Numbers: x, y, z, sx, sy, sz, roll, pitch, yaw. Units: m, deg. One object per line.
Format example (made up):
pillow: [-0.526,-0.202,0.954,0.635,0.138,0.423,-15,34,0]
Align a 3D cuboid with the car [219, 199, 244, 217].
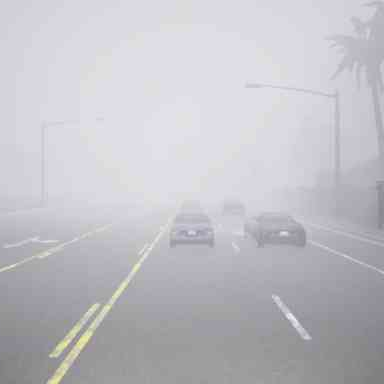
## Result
car: [3.497,1.316,29.645,1.882,1.535,5.008,0,1,0]

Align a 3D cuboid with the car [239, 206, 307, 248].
car: [3.498,1.529,14.648,1.994,1.385,4.181,0,0,0]

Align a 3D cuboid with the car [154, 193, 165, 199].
car: [-7.173,0.914,77.925,1.895,1.301,4.718,0,1,17]

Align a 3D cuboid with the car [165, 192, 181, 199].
car: [-3.917,0.807,76.645,1.837,1.490,4.892,0,1,17]

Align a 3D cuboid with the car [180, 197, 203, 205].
car: [-0.003,1.409,29.645,1.994,1.385,4.181,0,1,0]

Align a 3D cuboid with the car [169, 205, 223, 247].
car: [-0.002,1.524,14.647,2.033,1.411,5.357,0,0,0]
